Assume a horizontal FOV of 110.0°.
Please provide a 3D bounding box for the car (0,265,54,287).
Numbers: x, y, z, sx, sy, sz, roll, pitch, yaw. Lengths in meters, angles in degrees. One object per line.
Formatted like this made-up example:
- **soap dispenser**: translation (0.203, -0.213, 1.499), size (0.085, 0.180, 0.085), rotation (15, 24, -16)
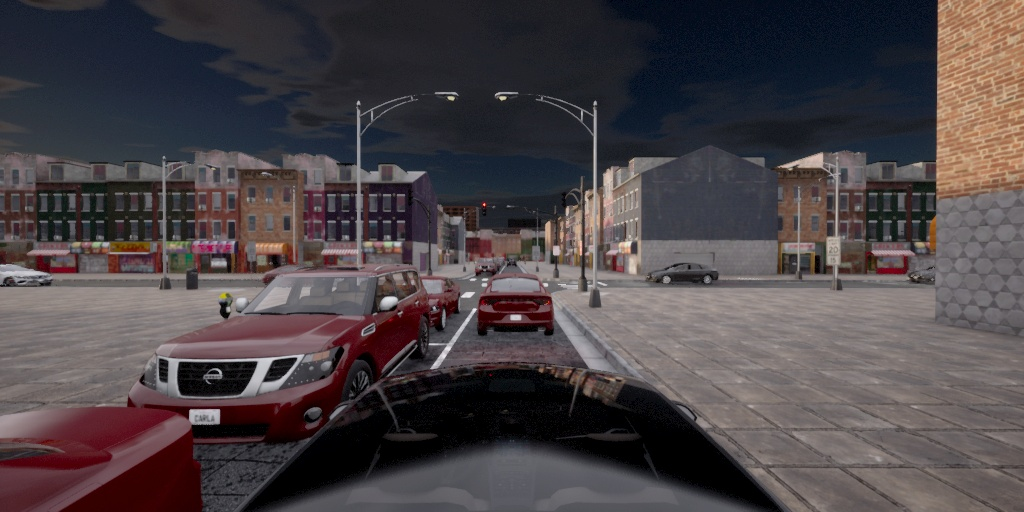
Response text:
- **car**: translation (-32.430, 1.266, 22.913), size (4.674, 1.442, 1.812), rotation (0, 0, 0)

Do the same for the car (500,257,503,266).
- **car**: translation (-2.673, 1.081, 48.295), size (2.192, 1.841, 5.009), rotation (0, 0, 0)

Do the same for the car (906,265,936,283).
- **car**: translation (31.456, 1.293, 25.785), size (4.892, 1.490, 1.837), rotation (0, 0, 0)

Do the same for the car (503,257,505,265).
- **car**: translation (-2.684, 1.337, 64.575), size (2.007, 1.370, 4.403), rotation (0, 0, 0)

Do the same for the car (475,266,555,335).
- **car**: translation (0.090, 1.227, 10.496), size (1.882, 1.535, 5.008), rotation (0, 0, 0)

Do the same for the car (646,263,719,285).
- **car**: translation (12.202, 1.259, 25.812), size (4.892, 1.490, 1.837), rotation (-1, 0, 0)

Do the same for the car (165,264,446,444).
- **car**: translation (-2.641, 1.064, 5.598), size (2.192, 1.841, 5.009), rotation (0, 0, 0)

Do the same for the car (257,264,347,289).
- **car**: translation (-13.311, 1.278, 22.889), size (4.674, 1.442, 1.812), rotation (0, 0, 0)

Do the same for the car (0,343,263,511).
- **car**: translation (-2.638, 1.295, 0.164), size (1.888, 1.381, 4.507), rotation (0, 0, 0)

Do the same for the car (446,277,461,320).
- **car**: translation (-2.645, 1.294, 11.032), size (1.888, 1.381, 4.507), rotation (0, 0, 0)

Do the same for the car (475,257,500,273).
- **car**: translation (-2.665, 1.072, 37.441), size (2.192, 1.841, 5.009), rotation (0, 0, 0)
